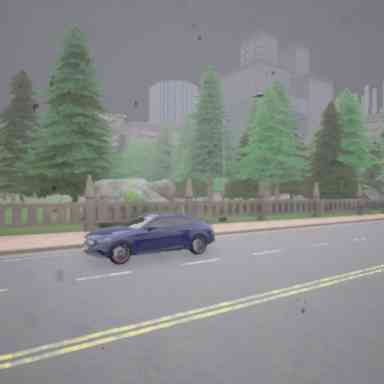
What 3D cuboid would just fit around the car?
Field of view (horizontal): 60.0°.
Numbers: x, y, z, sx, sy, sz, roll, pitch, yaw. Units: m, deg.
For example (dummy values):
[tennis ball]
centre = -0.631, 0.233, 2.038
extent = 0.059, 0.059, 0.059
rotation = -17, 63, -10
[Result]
[car]
centre = -1.307, 1.440, 11.490
extent = 4.674, 1.442, 1.812
rotation = 0, 0, -34
